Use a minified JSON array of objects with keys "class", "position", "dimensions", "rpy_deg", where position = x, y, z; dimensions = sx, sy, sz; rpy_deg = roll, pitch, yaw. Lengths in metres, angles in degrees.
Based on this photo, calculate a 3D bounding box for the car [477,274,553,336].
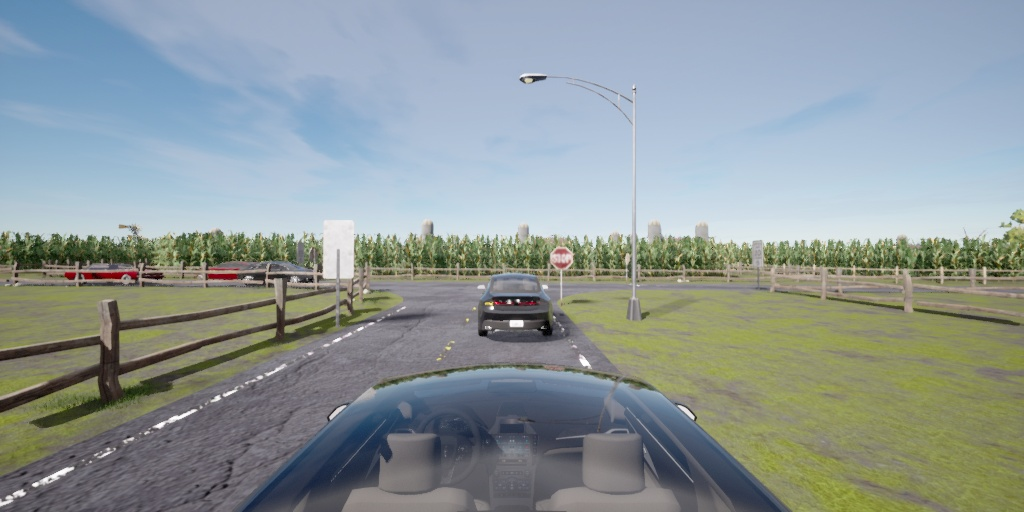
[{"class":"car","position":[0.041,1.255,10.384],"dimensions":[1.837,1.490,4.892],"rpy_deg":[0,0,-1]}]

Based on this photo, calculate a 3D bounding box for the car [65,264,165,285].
[{"class":"car","position":[-25.500,1.157,23.173],"dimensions":[4.718,1.301,1.895],"rpy_deg":[0,-1,0]}]

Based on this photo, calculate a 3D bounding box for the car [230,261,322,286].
[{"class":"car","position":[-14.897,1.134,23.143],"dimensions":[4.892,1.490,1.837],"rpy_deg":[0,-1,0]}]

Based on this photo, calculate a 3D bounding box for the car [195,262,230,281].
[{"class":"car","position":[-20.150,1.118,26.117],"dimensions":[5.008,1.535,1.882],"rpy_deg":[0,-1,0]}]
